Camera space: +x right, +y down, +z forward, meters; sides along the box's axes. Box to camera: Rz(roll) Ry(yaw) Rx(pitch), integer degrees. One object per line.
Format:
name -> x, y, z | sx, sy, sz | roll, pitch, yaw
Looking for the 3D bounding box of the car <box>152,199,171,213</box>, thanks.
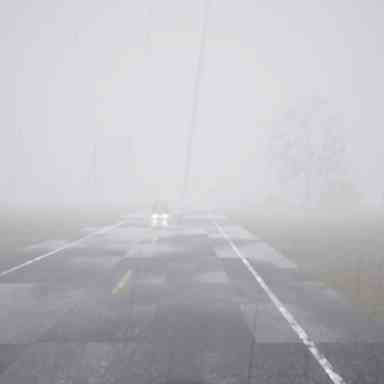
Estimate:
car -> -3.516, 1.589, 38.501 | 2.128, 1.511, 4.902 | 0, 0, 0
